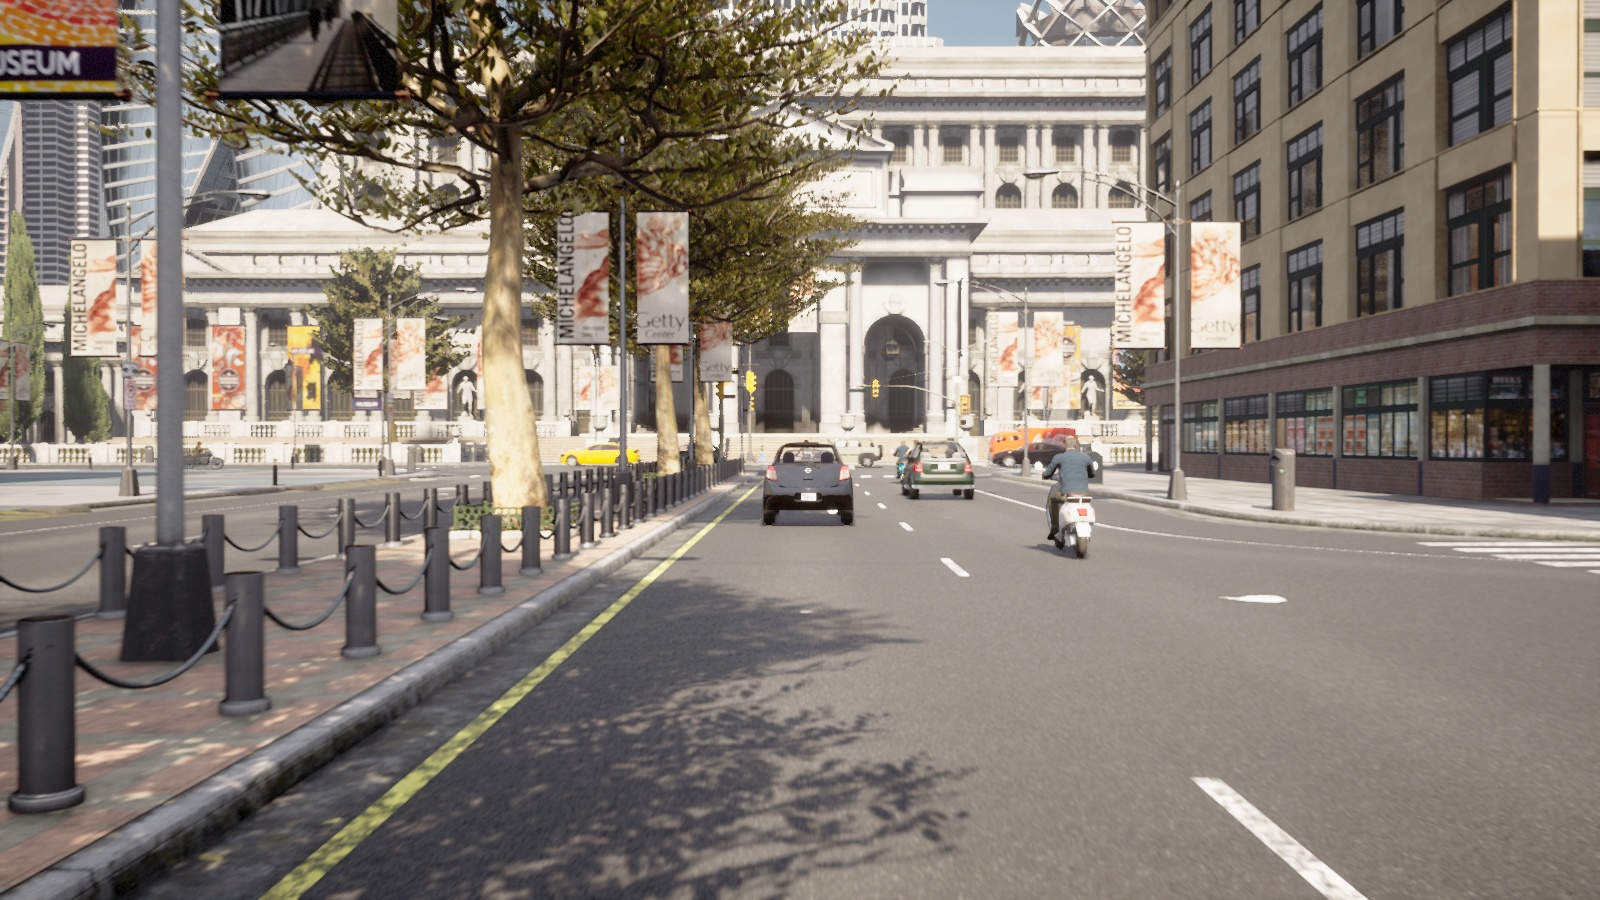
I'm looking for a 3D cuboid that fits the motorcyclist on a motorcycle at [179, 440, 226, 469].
[{"bbox_3d":[-34.084,0.266,71.646,2.350,1.649,0.766,0,0,0],"label":"motorcyclist on a motorcycle"}]

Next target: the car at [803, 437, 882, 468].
[{"bbox_3d":[2.509,0.144,74.793,4.605,1.855,1.932,0,0,1],"label":"car"}]

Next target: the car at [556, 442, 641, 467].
[{"bbox_3d":[-12.558,0.272,78.440,5.008,1.535,1.882,0,0,1],"label":"car"}]

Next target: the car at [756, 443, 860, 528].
[{"bbox_3d":[0.152,0.624,24.131,1.845,1.501,3.633,0,0,0],"label":"car"}]

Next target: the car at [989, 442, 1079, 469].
[{"bbox_3d":[13.856,0.314,74.684,5.008,1.535,1.882,0,0,1],"label":"car"}]

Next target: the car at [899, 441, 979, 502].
[{"bbox_3d":[3.707,0.536,33.999,1.789,1.549,3.705,0,0,0],"label":"car"}]

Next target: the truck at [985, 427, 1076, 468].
[{"bbox_3d":[14.303,-0.164,78.177,5.204,2.467,2.627,0,0,1],"label":"truck"}]

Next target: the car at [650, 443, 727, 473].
[{"bbox_3d":[-5.757,0.386,65.510,1.816,1.474,4.193,0,0,33],"label":"car"}]

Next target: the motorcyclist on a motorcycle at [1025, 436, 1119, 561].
[{"bbox_3d":[3.611,0.608,16.808,0.866,1.590,1.817,0,0,0],"label":"motorcyclist on a motorcycle"}]
